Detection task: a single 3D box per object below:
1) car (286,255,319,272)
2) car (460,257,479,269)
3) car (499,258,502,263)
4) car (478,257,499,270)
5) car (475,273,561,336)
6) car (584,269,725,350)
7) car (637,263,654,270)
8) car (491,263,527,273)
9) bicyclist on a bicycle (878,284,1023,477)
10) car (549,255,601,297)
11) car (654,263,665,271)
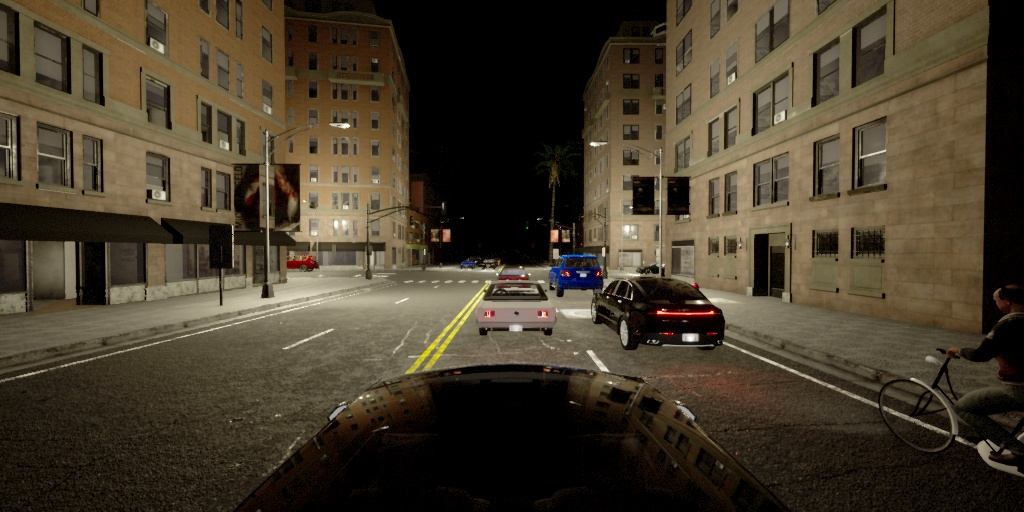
[{"bbox_3d":[-23.936,0.833,39.278,5.009,1.841,2.192,0,0,-9],"label":"car"},{"bbox_3d":[-6.644,1.267,54.595,1.812,1.442,4.674,0,0,1],"label":"car"},{"bbox_3d":[-3.388,1.287,63.035,2.033,1.411,5.357,0,0,0],"label":"car"},{"bbox_3d":[-3.402,1.233,53.290,2.128,1.511,4.902,0,0,0],"label":"car"},{"bbox_3d":[0.092,1.349,10.365,1.895,1.301,4.718,0,0,0],"label":"car"},{"bbox_3d":[3.297,1.253,9.023,1.837,1.490,4.892,0,0,0],"label":"car"},{"bbox_3d":[16.015,1.423,39.777,4.181,1.385,1.994,0,1,0],"label":"car"},{"bbox_3d":[0.080,1.294,19.938,2.033,1.411,5.357,0,0,0],"label":"car"},{"bbox_3d":[4.144,1.120,3.148,0.659,1.776,1.843,0,0,0],"label":"bicyclist on a bicycle"},{"bbox_3d":[3.231,0.968,18.932,2.150,2.045,5.566,0,0,0],"label":"car"},{"bbox_3d":[16.172,1.511,33.829,4.313,1.339,1.948,0,0,0],"label":"car"}]
